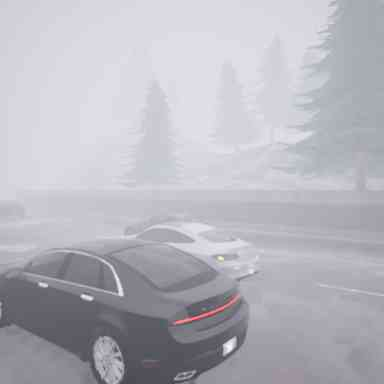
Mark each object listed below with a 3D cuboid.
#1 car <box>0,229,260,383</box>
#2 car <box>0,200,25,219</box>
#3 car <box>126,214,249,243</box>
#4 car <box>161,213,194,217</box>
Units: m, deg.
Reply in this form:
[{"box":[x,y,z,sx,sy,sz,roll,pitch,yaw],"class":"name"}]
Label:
[{"box":[-1.496,1.500,5.272,4.892,1.490,1.837,0,0,37],"class":"car"},{"box":[-15.663,1.407,28.100,1.882,1.535,5.008,0,0,-42],"class":"car"},{"box":[-0.487,1.526,8.912,4.674,1.442,1.812,0,0,38],"class":"car"},{"box":[-0.955,1.563,13.799,4.181,1.385,1.994,0,0,39],"class":"car"}]
